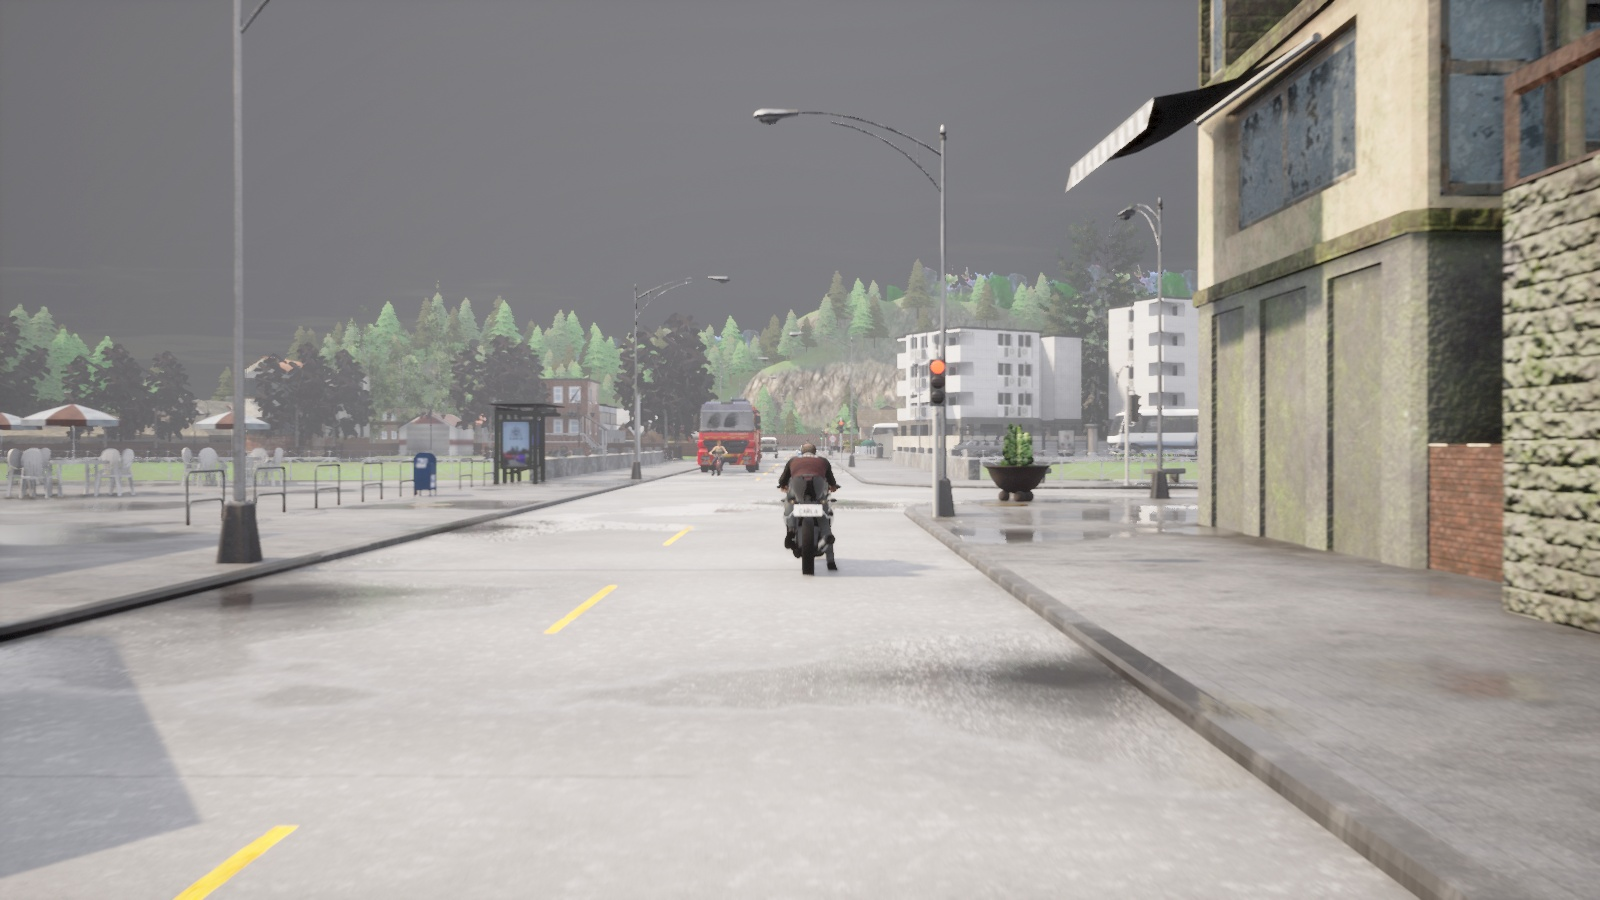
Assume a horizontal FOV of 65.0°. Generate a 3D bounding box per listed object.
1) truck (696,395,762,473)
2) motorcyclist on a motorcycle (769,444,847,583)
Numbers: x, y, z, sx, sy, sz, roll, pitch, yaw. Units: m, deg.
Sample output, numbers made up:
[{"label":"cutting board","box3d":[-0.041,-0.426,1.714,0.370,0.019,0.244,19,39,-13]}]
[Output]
[{"label":"truck","box3d":[-3.611,-0.791,65.591,2.891,3.827,8.468,0,0,0]},{"label":"motorcyclist on a motorcycle","box3d":[0.101,0.697,14.990,0.866,1.530,2.191,0,0,1]}]
